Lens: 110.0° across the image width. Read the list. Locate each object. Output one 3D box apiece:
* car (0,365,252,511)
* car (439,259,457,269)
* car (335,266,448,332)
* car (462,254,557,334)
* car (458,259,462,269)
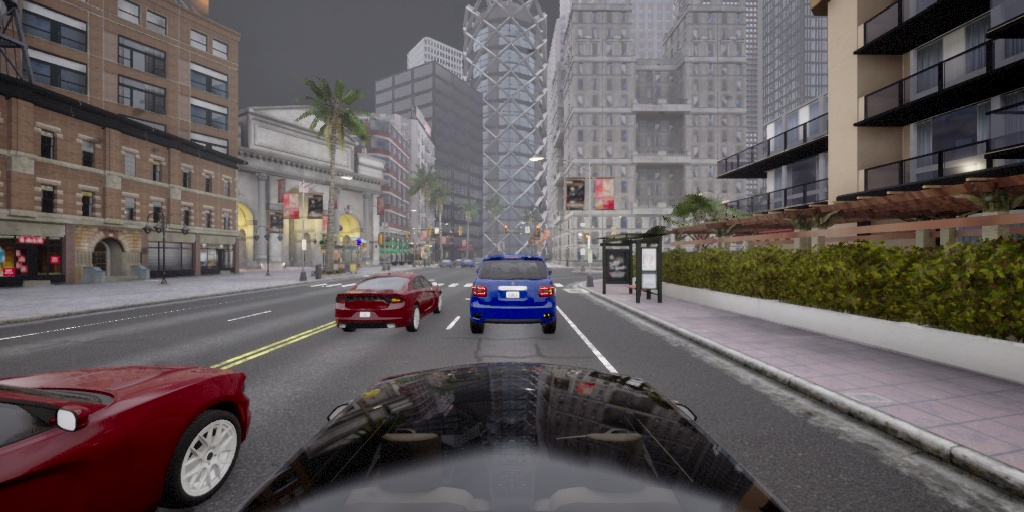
[{"bbox_3d":[-3.390,1.228,1.334,1.882,1.535,5.008,0,0,0],"label":"car"},{"bbox_3d":[-10.569,1.275,58.140,1.812,1.442,4.674,0,0,0],"label":"car"},{"bbox_3d":[-3.441,1.228,10.914,1.882,1.535,5.008,0,0,0],"label":"car"},{"bbox_3d":[0.054,0.971,10.804,2.150,2.045,5.566,0,0,1],"label":"car"},{"bbox_3d":[-7.070,1.227,57.875,1.882,1.535,5.008,0,0,0],"label":"car"}]
